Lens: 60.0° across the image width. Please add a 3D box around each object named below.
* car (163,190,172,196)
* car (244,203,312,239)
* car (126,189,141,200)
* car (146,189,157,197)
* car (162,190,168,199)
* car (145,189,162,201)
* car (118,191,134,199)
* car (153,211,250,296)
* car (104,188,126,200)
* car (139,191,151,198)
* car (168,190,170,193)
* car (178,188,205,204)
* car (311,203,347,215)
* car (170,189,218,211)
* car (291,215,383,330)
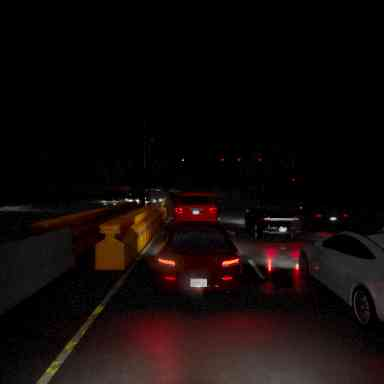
[{"bbox_3d":[-6.319,0.272,86.233,2.033,1.411,5.357,0,1,0],"label":"car"},{"bbox_3d":[3.694,1.282,15.876,2.128,1.511,4.902,0,1,0],"label":"car"},{"bbox_3d":[-10.104,0.686,60.325,1.994,1.385,4.181,0,1,1],"label":"car"},{"bbox_3d":[-9.866,0.172,80.619,2.097,1.767,4.553,0,1,0],"label":"car"},{"bbox_3d":[-6.526,0.533,65.663,2.128,1.511,4.902,0,1,1],"label":"car"},{"bbox_3d":[-6.647,0.707,56.397,1.812,1.442,4.674,0,1,1],"label":"car"},{"bbox_3d":[-13.470,0.552,68.178,2.033,1.411,5.357,0,1,0],"label":"car"},{"bbox_3d":[0.141,1.431,8.264,1.812,1.442,4.674,0,1,0],"label":"car"},{"bbox_3d":[-13.635,0.378,58.040,2.150,2.045,5.566,0,1,1],"label":"car"},{"bbox_3d":[-9.952,0.523,70.401,1.994,1.385,4.181,0,1,0],"label":"car"},{"bbox_3d":[-6.407,0.246,75.679,2.097,1.767,4.553,0,1,0],"label":"car"},{"bbox_3d":[0.035,0.523,48.526,2.150,2.045,5.566,1,2,18],"label":"car"},{"bbox_3d":[7.219,1.308,18.961,1.994,1.385,4.181,0,1,0],"label":"car"},{"bbox_3d":[0.204,0.983,17.861,2.150,2.045,5.566,0,1,1],"label":"car"},{"bbox_3d":[3.629,1.455,6.628,1.812,1.442,4.674,0,1,0],"label":"car"}]
